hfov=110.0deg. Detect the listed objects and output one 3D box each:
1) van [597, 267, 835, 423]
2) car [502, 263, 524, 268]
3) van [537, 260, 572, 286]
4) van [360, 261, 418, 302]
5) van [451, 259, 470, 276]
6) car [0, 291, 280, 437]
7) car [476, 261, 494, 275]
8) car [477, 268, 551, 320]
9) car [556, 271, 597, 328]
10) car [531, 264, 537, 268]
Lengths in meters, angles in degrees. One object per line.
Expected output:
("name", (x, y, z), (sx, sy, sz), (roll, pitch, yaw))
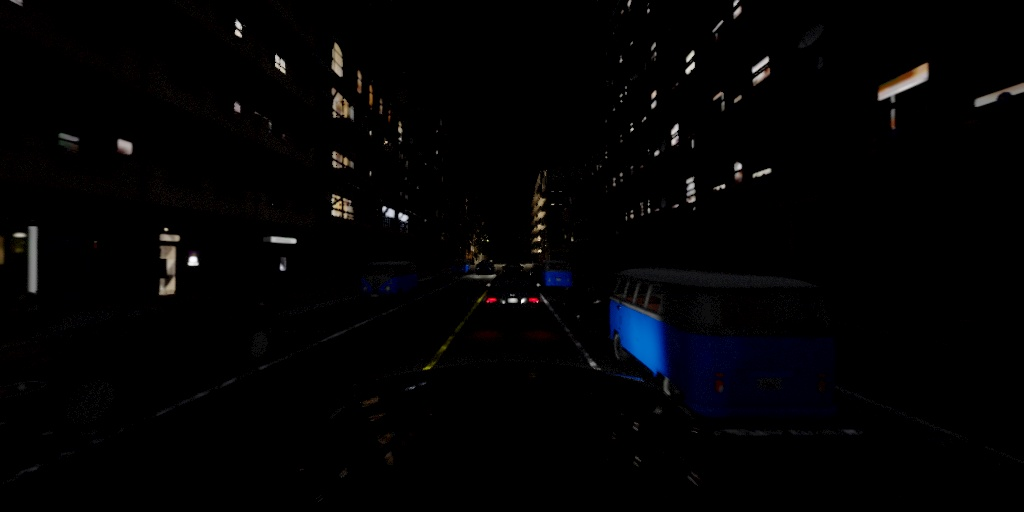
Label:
("van", (2.694, 1.101, 5.595), (1.690, 1.789, 3.998), (0, 0, 0))
("car", (0.088, 1.370, 32.504), (1.812, 1.442, 4.674), (0, 0, 0))
("van", (2.701, 1.152, 22.580), (1.690, 1.789, 3.998), (0, 0, 0))
("van", (-5.682, 1.134, 16.921), (1.690, 1.789, 3.998), (0, 0, 0))
("van", (-5.674, 1.210, 39.568), (1.690, 1.789, 3.998), (0, 0, 0))
("car", (-5.687, 1.306, 5.598), (1.888, 1.381, 4.507), (0, 0, 0))
("car", (-3.083, 1.355, 41.884), (1.882, 1.535, 5.008), (0, 0, 0))
("car", (0.049, 1.328, 12.773), (2.033, 1.411, 5.357), (0, 0, 1))
("car", (2.696, 1.342, 11.255), (1.948, 1.339, 4.313), (0, 0, 0))
("car", (2.703, 1.395, 28.242), (1.948, 1.339, 4.313), (0, 0, 0))
